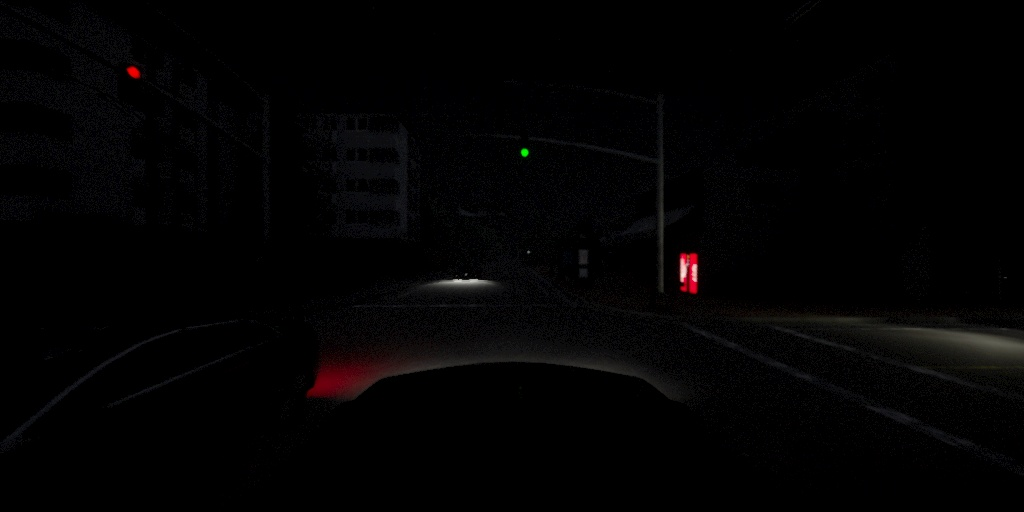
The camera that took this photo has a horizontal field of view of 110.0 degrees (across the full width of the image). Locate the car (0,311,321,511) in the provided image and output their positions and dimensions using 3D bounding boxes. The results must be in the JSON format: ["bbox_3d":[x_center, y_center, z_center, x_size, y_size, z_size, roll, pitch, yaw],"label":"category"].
[{"bbox_3d":[-3.514,1.314,2.899,2.128,1.511,4.902,0,0,0],"label":"car"}]

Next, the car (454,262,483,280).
[{"bbox_3d":[-3.501,1.178,29.312,1.994,1.385,4.181,0,1,0],"label":"car"}]
